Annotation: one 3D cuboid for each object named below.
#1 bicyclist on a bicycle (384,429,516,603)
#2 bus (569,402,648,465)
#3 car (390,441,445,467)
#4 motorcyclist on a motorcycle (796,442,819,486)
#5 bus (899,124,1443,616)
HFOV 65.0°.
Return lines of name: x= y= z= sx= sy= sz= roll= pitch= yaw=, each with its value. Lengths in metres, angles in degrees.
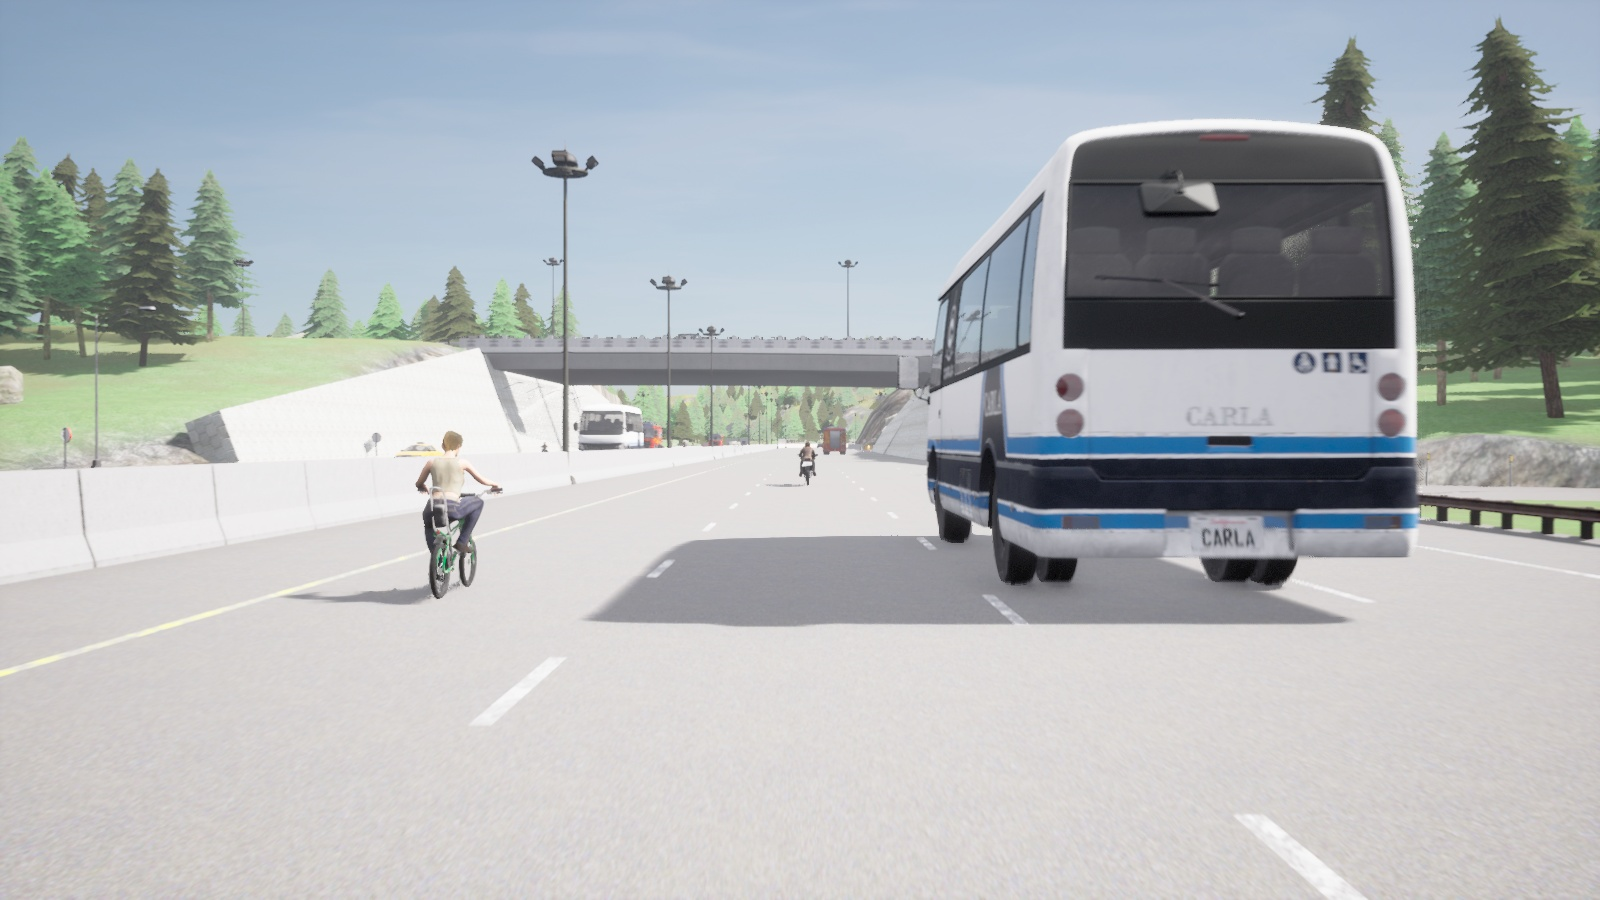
bicyclist on a bicycle: x=-3.419 y=0.610 z=12.412 sx=0.866 sy=1.612 sz=1.509 roll=0 pitch=0 yaw=1
bus: x=-13.476 y=-1.145 z=89.391 sx=3.944 sy=4.253 sz=10.273 roll=0 pitch=0 yaw=0
car: x=-24.035 y=0.220 z=79.186 sx=1.801 sy=1.575 sz=5.366 roll=0 pitch=0 yaw=0
motorcyclist on a motorcycle: x=0.267 y=0.479 z=44.272 sx=0.797 sy=1.523 sz=2.044 roll=0 pitch=0 yaw=0
bus: x=3.608 y=-0.717 z=16.004 sx=3.944 sy=4.253 sz=10.273 roll=0 pitch=0 yaw=0
